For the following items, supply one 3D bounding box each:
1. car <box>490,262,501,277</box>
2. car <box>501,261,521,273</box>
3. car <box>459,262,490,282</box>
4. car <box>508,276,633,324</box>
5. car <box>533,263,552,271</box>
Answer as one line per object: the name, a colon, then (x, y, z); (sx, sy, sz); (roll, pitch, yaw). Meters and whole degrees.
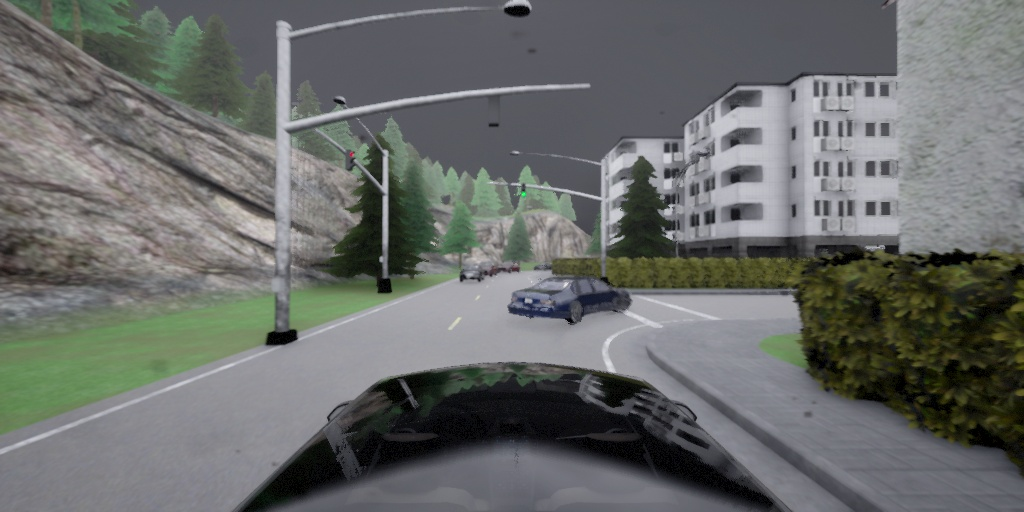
car: (-3.015, 1.450, 41.171); (2.097, 1.767, 4.553); (0, -1, 7)
car: (-0.472, 1.538, 51.089); (2.097, 1.767, 4.553); (0, -1, 25)
car: (-3.497, 1.510, 32.096); (2.128, 1.511, 4.902); (0, -1, 2)
car: (2.224, 1.393, 12.461); (2.033, 1.411, 5.357); (-1, -1, 43)
car: (5.367, 1.833, 60.425); (1.994, 1.385, 4.181); (0, -1, 42)
